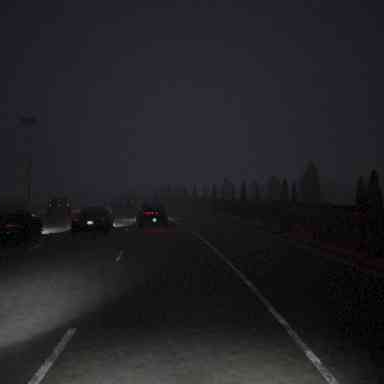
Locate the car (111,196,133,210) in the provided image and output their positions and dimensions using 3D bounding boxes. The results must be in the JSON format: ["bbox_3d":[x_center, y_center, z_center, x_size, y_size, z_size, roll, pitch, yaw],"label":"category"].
[{"bbox_3d":[-8.593,1.236,40.647,2.097,1.767,4.553,0,0,-23],"label":"car"}]

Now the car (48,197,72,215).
[{"bbox_3d":[-13.036,1.270,32.869,2.097,1.767,4.553,0,0,-19],"label":"car"}]

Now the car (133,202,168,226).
[{"bbox_3d":[-2.813,1.436,22.764,1.837,1.490,4.892,0,1,-12],"label":"car"}]

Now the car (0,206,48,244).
[{"bbox_3d":[-8.494,1.530,15.593,1.994,1.385,4.181,0,0,-9],"label":"car"}]

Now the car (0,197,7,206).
[{"bbox_3d":[-25.567,1.401,43.682,2.128,1.511,4.902,0,0,-28],"label":"car"}]

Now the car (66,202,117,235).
[{"bbox_3d":[-5.499,1.513,18.700,1.994,1.385,4.181,0,0,-10],"label":"car"}]
